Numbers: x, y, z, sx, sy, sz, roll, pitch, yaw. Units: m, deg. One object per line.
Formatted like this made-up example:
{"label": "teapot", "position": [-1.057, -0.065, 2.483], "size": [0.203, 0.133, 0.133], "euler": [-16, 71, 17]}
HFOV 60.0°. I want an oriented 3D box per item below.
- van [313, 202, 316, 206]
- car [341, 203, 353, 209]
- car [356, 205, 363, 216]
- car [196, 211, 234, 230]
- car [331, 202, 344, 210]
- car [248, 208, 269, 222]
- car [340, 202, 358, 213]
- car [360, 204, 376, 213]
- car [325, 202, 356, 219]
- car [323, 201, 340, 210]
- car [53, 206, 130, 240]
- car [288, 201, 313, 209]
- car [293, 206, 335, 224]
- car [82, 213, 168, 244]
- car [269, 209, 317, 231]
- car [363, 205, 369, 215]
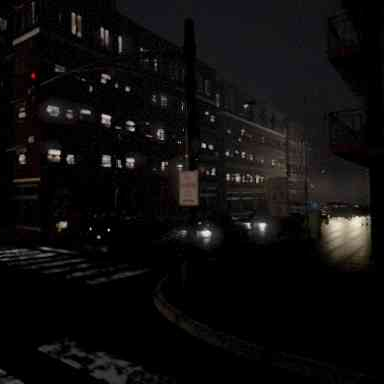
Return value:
{"label": "van", "position": [20.251, 2.682, 57.512], "size": [1.690, 1.788, 3.998], "euler": [-2, -2, 35]}
{"label": "car", "position": [39.794, 3.549, 85.453], "size": [1.947, 1.339, 4.313], "euler": [-2, -2, 35]}
{"label": "car", "position": [20.714, 2.521, 43.599], "size": [1.752, 1.417, 4.829], "euler": [-2, -2, 35]}
{"label": "car", "position": [1.701, 2.192, 26.436], "size": [1.994, 1.385, 4.181], "euler": [-1, -2, 34]}
{"label": "car", "position": [33.279, 3.208, 76.141], "size": [1.967, 1.590, 4.097], "euler": [-2, -2, 35]}
{"label": "car", "position": [7.415, 2.377, 34.610], "size": [1.994, 1.385, 4.181], "euler": [-1, -2, 34]}
{"label": "car", "position": [26.862, 2.657, 56.829], "size": [2.097, 1.767, 4.553], "euler": [-1, -2, 34]}
{"label": "car", "position": [30.386, 2.855, 57.433], "size": [1.887, 1.381, 4.507], "euler": [-3, -3, 35]}
{"label": "car", "position": [17.357, 2.327, 38.803], "size": [1.967, 1.590, 4.097], "euler": [-2, -2, 35]}
{"label": "car", "position": [30.020, 2.976, 71.488], "size": [2.192, 1.841, 5.009], "euler": [-2, -2, 35]}
{"label": "car", "position": [-5.804, 1.815, 20.247], "size": [2.192, 1.841, 5.009], "euler": [-2, -2, 35]}
{"label": "car", "position": [13.588, 2.232, 43.358], "size": [2.150, 2.045, 5.566], "euler": [-1, -2, 35]}
{"label": "car", "position": [10.846, 2.227, 29.484], "size": [2.008, 1.369, 4.403], "euler": [-2, -2, 35]}
{"label": "car", "position": [-3.540, 2.062, 18.963], "size": [1.895, 1.301, 4.718], "euler": [-1, -2, 36]}
{"label": "car", "position": [7.589, 2.153, 24.824], "size": [1.802, 1.307, 4.206], "euler": [-2, -2, 35]}
{"label": "car", "position": [23.873, 2.664, 48.116], "size": [1.947, 1.339, 4.313], "euler": [-2, -2, 35]}
